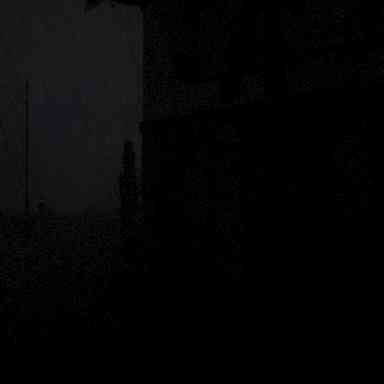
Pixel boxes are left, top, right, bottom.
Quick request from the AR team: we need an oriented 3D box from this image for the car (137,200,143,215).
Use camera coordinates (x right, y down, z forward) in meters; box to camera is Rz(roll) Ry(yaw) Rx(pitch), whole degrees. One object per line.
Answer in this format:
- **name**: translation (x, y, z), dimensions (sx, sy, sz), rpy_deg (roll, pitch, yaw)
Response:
- **car**: translation (-4.289, 1.446, 33.265), dimensions (1.882, 1.535, 5.008), rpy_deg (0, 0, 36)
